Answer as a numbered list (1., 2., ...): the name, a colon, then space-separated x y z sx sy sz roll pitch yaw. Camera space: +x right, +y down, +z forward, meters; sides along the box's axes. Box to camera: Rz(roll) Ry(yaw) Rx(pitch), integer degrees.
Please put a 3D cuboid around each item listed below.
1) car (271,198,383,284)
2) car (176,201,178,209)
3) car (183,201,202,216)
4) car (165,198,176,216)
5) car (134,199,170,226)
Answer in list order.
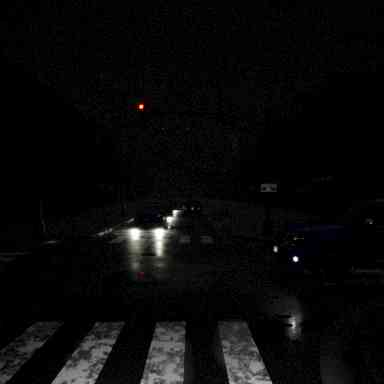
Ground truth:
1. car: 5.066 1.205 9.122 5.566 2.045 2.150 0 0 0
2. car: -2.906 1.532 43.491 1.837 1.490 4.892 0 0 0
3. car: 0.045 1.567 33.354 2.033 1.411 5.357 0 0 0
4. car: -2.905 1.498 33.408 1.882 1.535 5.008 0 0 0
5. car: -2.893 1.491 23.939 1.882 1.535 5.008 0 0 0
